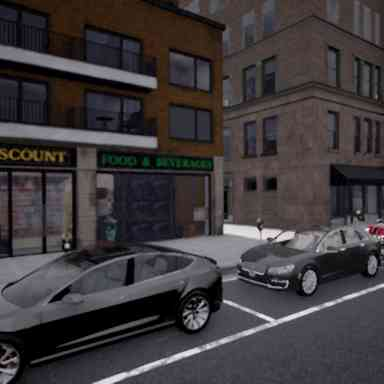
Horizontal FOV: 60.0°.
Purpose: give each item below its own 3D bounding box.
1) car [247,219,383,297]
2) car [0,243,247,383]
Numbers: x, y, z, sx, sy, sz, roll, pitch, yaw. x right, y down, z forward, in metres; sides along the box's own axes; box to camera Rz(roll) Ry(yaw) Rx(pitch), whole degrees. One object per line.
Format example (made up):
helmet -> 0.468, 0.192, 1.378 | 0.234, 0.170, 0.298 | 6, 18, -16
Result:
car -> 3.059, 1.491, 8.324 | 4.403, 1.369, 2.008 | -1, 0, -35
car -> -1.452, 1.552, 5.147 | 4.313, 1.339, 1.947 | -1, 0, -35
